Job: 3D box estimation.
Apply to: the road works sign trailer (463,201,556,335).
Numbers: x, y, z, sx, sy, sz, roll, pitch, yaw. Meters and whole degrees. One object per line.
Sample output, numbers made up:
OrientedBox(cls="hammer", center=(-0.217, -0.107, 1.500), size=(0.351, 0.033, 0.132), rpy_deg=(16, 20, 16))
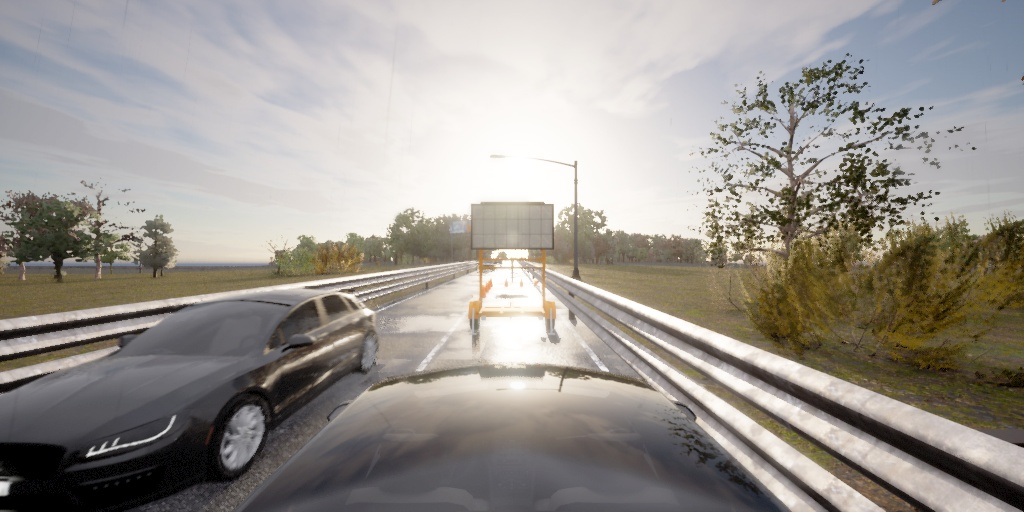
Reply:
OrientedBox(cls="road works sign trailer", center=(0.014, 0.218, 10.505), size=(2.380, 3.560, 2.880), rpy_deg=(0, 0, 0))

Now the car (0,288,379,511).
OrientedBox(cls="car", center=(-3.349, 1.256, 4.751), size=(1.837, 1.490, 4.892), rpy_deg=(0, 0, 0))

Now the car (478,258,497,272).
OrientedBox(cls="car", center=(-3.333, 1.272, 47.350), size=(1.837, 1.490, 4.892), rpy_deg=(0, 0, 0))
